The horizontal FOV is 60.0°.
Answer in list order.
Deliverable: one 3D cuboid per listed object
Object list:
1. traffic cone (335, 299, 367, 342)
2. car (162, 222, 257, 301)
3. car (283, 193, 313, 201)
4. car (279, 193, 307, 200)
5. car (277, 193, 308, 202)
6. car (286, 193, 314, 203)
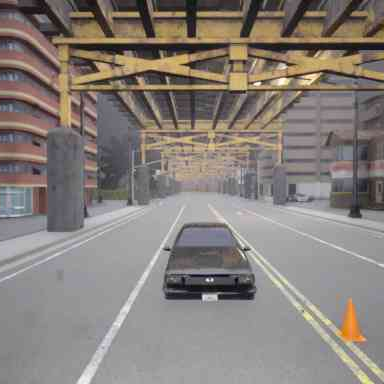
[{"bbox_3d":[2.453,1.949,5.141,0.340,0.580,0.340,0,0,0],"label":"traffic cone"},{"bbox_3d":[0.361,1.533,8.748,2.033,1.411,5.357,0,0,1],"label":"car"},{"bbox_3d":[17.508,0.847,54.880,4.536,1.218,1.853,0,1,-20],"label":"car"},{"bbox_3d":[17.854,0.800,58.997,4.536,1.218,1.853,0,1,25],"label":"car"},{"bbox_3d":[17.807,0.958,59.020,4.974,1.542,2.038,0,1,25],"label":"car"},{"bbox_3d":[17.459,1.005,54.864,4.974,1.542,2.038,0,1,-20],"label":"car"}]
